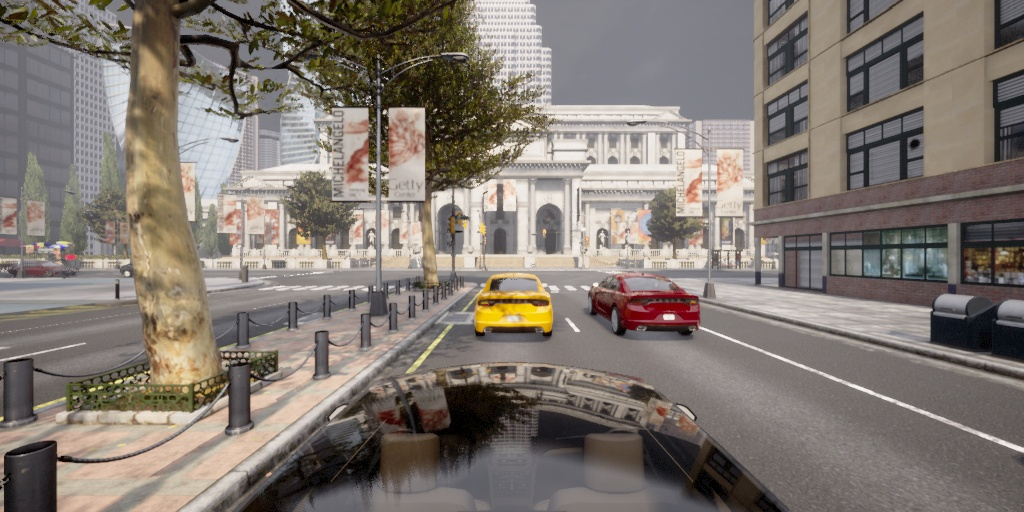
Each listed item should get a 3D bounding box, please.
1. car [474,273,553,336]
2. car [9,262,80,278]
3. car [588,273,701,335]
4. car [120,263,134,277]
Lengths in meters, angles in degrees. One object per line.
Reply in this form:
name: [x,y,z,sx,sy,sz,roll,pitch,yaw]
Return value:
car: [0.055,1.226,10.381,1.882,1.535,5.008,0,0,1]
car: [-44.404,1.270,34.003,4.674,1.442,1.812,0,0,-1]
car: [3.557,1.226,10.560,1.882,1.535,5.008,0,0,0]
car: [-34.180,1.249,34.044,4.892,1.490,1.837,0,0,0]
